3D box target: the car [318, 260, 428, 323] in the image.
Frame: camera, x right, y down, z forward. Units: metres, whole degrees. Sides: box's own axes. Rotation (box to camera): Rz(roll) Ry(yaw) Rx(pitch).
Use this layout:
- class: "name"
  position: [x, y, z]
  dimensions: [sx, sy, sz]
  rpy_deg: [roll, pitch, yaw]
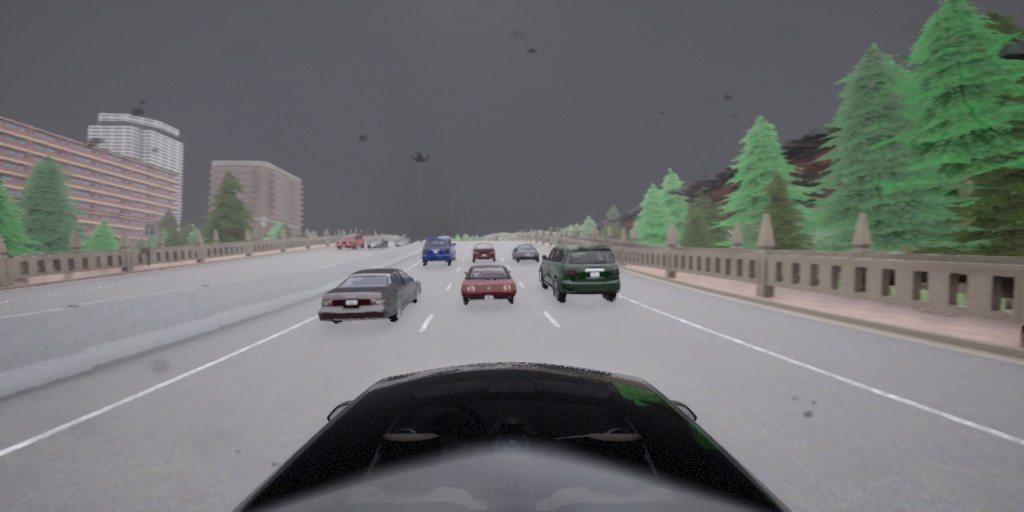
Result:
- class: "car"
  position: [-4.241, 1.108, 11.542]
  dimensions: [2.033, 1.411, 5.357]
  rpy_deg: [-1, 3, -4]

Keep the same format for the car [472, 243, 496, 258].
- class: "car"
  position: [-2.440, -0.417, 31.234]
  dimensions: [1.882, 1.535, 5.008]
  rpy_deg: [-1, 5, -5]

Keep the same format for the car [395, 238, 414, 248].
- class: "car"
  position: [-14.726, -1.730, 49.159]
  dimensions: [2.128, 1.511, 4.902]
  rpy_deg: [-1, 4, -5]

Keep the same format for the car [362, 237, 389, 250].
- class: "car"
  position: [-18.206, -1.668, 48.796]
  dimensions: [2.128, 1.511, 4.902]
  rpy_deg: [-1, 4, -5]

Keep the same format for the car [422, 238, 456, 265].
- class: "car"
  position: [-5.733, -0.424, 28.533]
  dimensions: [2.150, 2.045, 5.566]
  rpy_deg: [-1, 5, -5]

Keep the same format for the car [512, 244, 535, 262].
- class: "car"
  position: [1.128, -0.309, 30.565]
  dimensions: [1.994, 1.385, 4.181]
  rpy_deg: [-1, 5, -5]

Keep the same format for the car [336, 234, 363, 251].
- class: "car"
  position: [-21.693, -1.877, 48.430]
  dimensions: [2.150, 2.045, 5.566]
  rpy_deg: [-1, 4, -5]

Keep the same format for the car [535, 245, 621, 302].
- class: "car"
  position: [2.538, 0.551, 14.558]
  dimensions: [2.150, 2.045, 5.566]
  rpy_deg: [-1, 4, -5]

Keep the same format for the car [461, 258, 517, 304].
- class: "car"
  position: [-0.940, 0.986, 14.223]
  dimensions: [1.895, 1.301, 4.718]
  rpy_deg: [-1, 3, -4]
